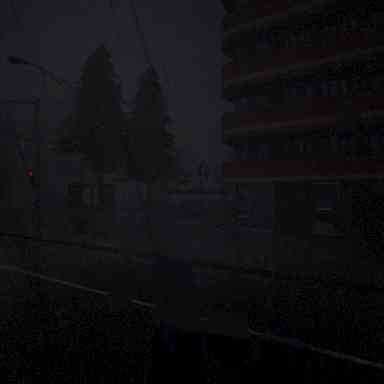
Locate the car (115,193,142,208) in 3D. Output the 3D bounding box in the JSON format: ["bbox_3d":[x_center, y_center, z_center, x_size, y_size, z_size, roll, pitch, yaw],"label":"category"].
[{"bbox_3d":[-7.761,1.166,45.357,2.150,2.045,5.566,0,0,37],"label":"car"}]

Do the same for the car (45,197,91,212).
[{"bbox_3d":[-13.498,1.545,37.468,1.895,1.301,4.718,0,0,36],"label":"car"}]

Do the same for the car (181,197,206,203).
[{"bbox_3d":[-0.864,1.492,53.169,5.357,1.411,2.033,0,0,-42],"label":"car"}]

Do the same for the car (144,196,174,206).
[{"bbox_3d":[-5.229,1.470,53.657,4.674,1.442,1.812,0,0,-45],"label":"car"}]

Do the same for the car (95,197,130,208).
[{"bbox_3d":[-11.068,1.470,46.660,1.812,1.442,4.674,0,0,37],"label":"car"}]

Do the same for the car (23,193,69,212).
[{"bbox_3d":[-16.741,1.166,38.942,2.150,2.045,5.566,0,0,36],"label":"car"}]

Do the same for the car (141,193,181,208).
[{"bbox_3d":[-4.032,1.296,44.219,2.097,1.767,4.553,0,0,38],"label":"car"}]

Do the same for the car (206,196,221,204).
[{"bbox_3d":[2.981,1.492,60.482,5.357,1.411,2.033,0,0,-32],"label":"car"}]
